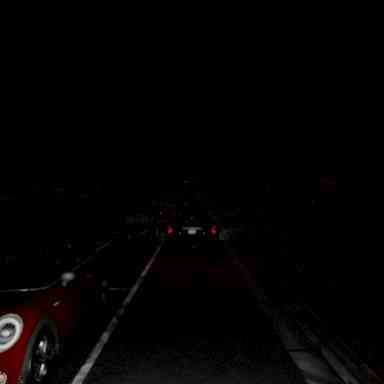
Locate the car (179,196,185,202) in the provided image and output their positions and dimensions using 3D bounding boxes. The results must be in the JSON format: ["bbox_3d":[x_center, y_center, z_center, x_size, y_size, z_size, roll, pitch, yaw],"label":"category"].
[{"bbox_3d":[-2.648,1.873,54.929,1.947,1.339,4.313,0,0,0],"label":"car"}]

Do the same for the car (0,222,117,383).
[{"bbox_3d":[-2.649,1.488,5.109,1.967,1.590,4.097,-1,-1,0],"label":"car"}]

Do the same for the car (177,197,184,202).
[{"bbox_3d":[-2.649,1.870,49.388,1.947,1.339,4.313,0,0,0],"label":"car"}]

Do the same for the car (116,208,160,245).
[{"bbox_3d":[-2.648,1.686,16.178,2.008,1.369,4.403,-1,0,0],"label":"car"}]

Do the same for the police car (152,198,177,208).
[{"bbox_3d":[-2.754,1.651,31.667,1.930,1.638,5.238,0,0,0],"label":"police car"}]

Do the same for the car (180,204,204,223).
[{"bbox_3d":[-0.003,1.813,29.104,1.895,1.301,4.718,0,0,0],"label":"car"}]

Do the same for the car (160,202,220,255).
[{"bbox_3d":[0.000,1.470,14.074,2.097,1.767,4.553,0,-1,0],"label":"car"}]

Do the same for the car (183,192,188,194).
[{"bbox_3d":[-2.644,1.566,82.614,1.967,1.590,4.097,0,0,0],"label":"car"}]

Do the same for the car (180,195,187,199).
[{"bbox_3d":[-2.645,1.802,71.549,1.802,1.307,4.206,0,0,0],"label":"car"}]
